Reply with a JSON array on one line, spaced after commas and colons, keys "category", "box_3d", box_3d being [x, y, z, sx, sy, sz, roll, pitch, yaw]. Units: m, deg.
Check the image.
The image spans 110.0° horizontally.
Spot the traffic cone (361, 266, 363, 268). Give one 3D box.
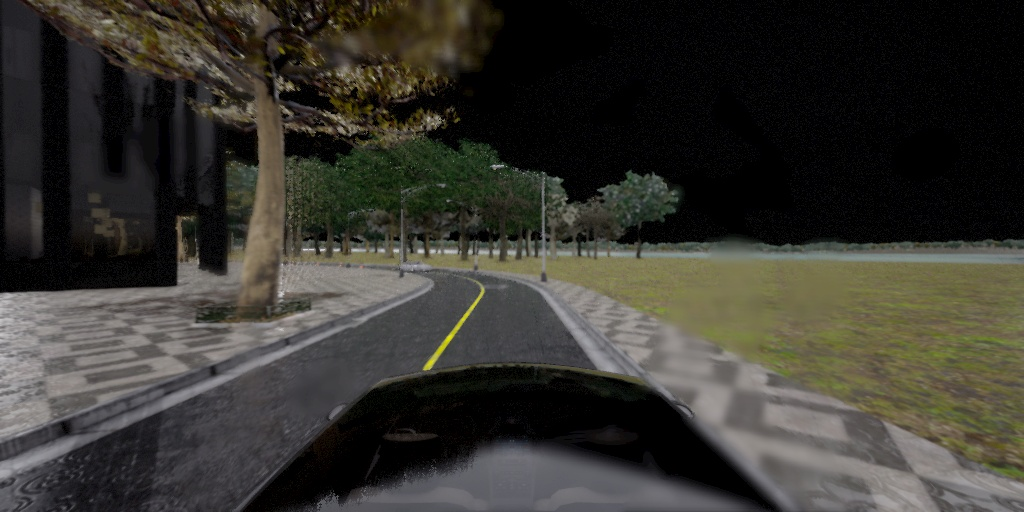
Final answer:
[{"category": "traffic cone", "box_3d": [-19.728, 1.383, 47.144, 0.340, 0.580, 0.340, 0, 0, 35]}]

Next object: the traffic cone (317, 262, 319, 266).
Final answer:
[{"category": "traffic cone", "box_3d": [-27.921, 1.174, 51.527, 0.340, 0.580, 0.340, 0, 0, 21]}]

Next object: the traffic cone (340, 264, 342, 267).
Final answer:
[{"category": "traffic cone", "box_3d": [-23.685, 1.281, 49.595, 0.340, 0.580, 0.340, 0, 0, 28]}]

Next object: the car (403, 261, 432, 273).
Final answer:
[{"category": "car", "box_3d": [-10.470, 1.184, 39.261, 1.895, 1.301, 4.718, -1, 1, -37]}]

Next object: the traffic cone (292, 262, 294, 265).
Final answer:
[{"category": "traffic cone", "box_3d": [-32.366, 1.074, 52.912, 0.340, 0.580, 0.340, 0, 0, 14]}]
